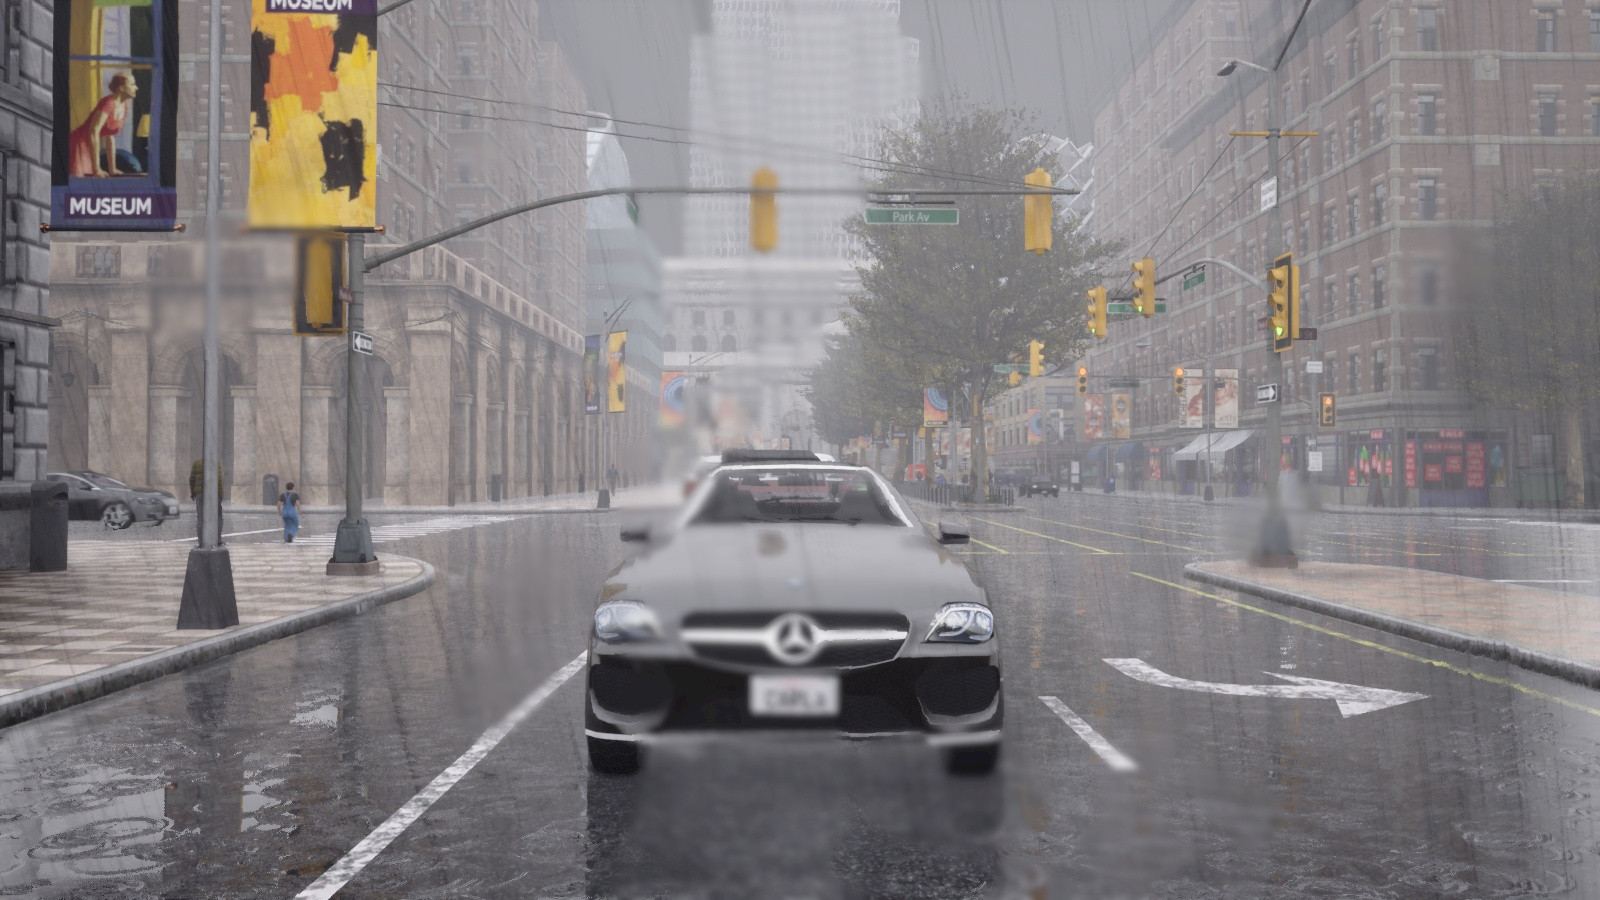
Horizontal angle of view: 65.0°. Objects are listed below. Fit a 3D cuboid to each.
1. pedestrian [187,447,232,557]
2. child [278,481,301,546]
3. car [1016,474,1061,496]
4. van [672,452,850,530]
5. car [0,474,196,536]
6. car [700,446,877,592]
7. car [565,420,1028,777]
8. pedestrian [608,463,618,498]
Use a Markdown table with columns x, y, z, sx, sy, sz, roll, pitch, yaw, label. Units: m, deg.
| x | y | z | sx | sy | sz | roll | pitch | yaw | label |
| --- | --- | --- | --- | --- | --- | --- | --- | --- | --- |
| -10.012 | 0.868 | 21.305 | 0.370 | 1.835 | 0.726 | 0 | -1 | 4 | pedestrian |
| -9.980 | 1.235 | 24.541 | 0.270 | 1.263 | 0.437 | 0 | -1 | 0 | child |
| 14.782 | 2.165 | 78.149 | 1.895 | 1.301 | 4.718 | 0 | -1 | 0 | car |
| -1.083 | 1.125 | 34.794 | 4.480 | 2.038 | 2.069 | -1 | -2 | 23 | van |
| -18.468 | 1.385 | 32.251 | 4.902 | 1.511 | 2.128 | 0 | -1 | -1 | car |
| -0.294 | 0.918 | 18.273 | 1.905 | 1.878 | 3.866 | 0 | -1 | -11 | car |
| -0.025 | 0.733 | 8.363 | 2.152 | 1.651 | 5.027 | 0 | -1 | 0 | car |
| -10.229 | 1.664 | 68.751 | 0.423 | 1.949 | 0.788 | 0 | -1 | 0 | pedestrian |
